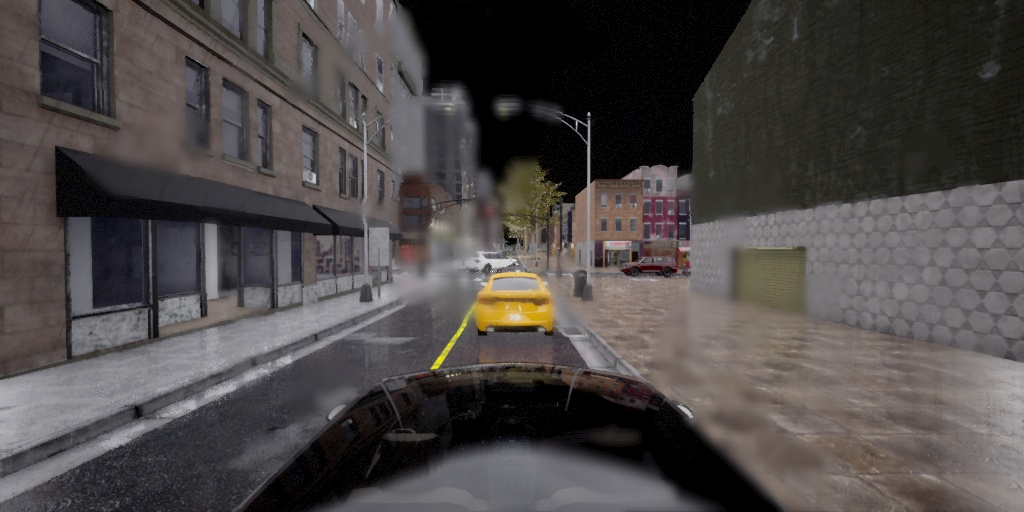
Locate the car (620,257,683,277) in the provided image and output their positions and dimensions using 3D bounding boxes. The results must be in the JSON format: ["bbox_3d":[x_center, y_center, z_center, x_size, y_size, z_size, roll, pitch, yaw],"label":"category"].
[{"bbox_3d":[12.711,0.952,33.411,5.009,1.841,2.192,0,0,0],"label":"car"}]

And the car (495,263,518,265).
[{"bbox_3d":[0.073,1.250,19.881,1.895,1.301,4.718,0,1,0],"label":"car"}]

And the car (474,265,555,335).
[{"bbox_3d":[0.098,1.206,10.439,1.882,1.535,5.008,0,0,0],"label":"car"}]

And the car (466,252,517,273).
[{"bbox_3d":[-1.864,0.618,34.692,5.566,2.045,2.150,-1,2,-44],"label":"car"}]

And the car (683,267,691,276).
[{"bbox_3d":[18.113,1.296,33.418,4.207,1.307,1.802,0,0,0],"label":"car"}]
